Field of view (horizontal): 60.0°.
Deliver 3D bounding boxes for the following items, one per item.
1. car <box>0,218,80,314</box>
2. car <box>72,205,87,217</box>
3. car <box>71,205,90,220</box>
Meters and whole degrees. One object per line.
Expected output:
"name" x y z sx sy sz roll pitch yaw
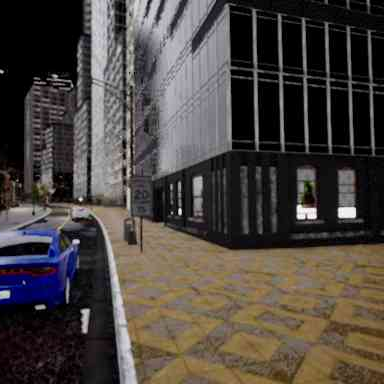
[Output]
"car" -3.822 1.630 7.957 1.882 1.535 5.008 0 -1 -15
"car" -16.007 2.623 47.247 1.882 1.535 5.008 0 -1 -20
"car" -12.663 2.430 37.631 1.812 1.442 4.674 0 -1 -18
